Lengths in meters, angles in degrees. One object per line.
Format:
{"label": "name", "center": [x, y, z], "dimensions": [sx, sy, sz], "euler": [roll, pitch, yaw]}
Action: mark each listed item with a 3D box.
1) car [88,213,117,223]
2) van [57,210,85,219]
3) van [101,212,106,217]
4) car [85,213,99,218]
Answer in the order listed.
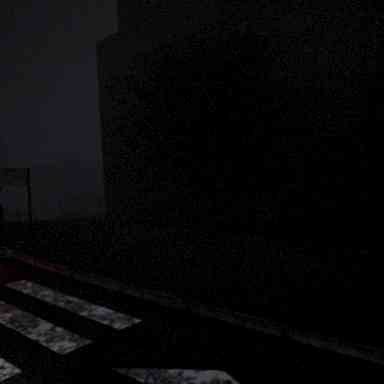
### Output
{"label": "car", "center": [-17.213, 5.055, 63.697], "dimensions": [5.366, 1.575, 1.946], "euler": [-6, -7, 25]}
{"label": "van", "center": [-20.794, 4.151, 56.056], "dimensions": [4.442, 1.987, 1.878], "euler": [-6, -6, 25]}
{"label": "van", "center": [-10.536, 2.865, 48.483], "dimensions": [4.442, 1.987, 1.878], "euler": [-6, -6, 25]}
{"label": "car", "center": [-19.495, 4.573, 58.484], "dimensions": [5.008, 1.535, 2.097], "euler": [-6, -7, 25]}
